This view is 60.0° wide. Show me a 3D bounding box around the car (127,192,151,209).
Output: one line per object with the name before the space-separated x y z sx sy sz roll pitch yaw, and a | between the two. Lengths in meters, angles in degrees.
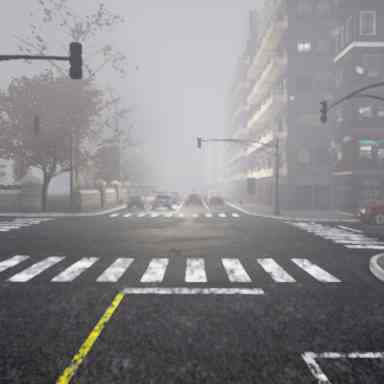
car | -5.549 1.024 34.435 1.947 1.339 4.313 0 1 0

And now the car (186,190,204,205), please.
car | 0.260 0.878 41.363 1.812 1.442 4.674 0 1 0

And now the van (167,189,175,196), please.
van | -5.346 0.060 85.098 1.690 1.788 3.998 0 1 0

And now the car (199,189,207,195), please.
car | 3.058 0.081 90.694 1.967 1.590 4.097 0 1 0

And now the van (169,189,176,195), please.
van | -5.322 -0.018 90.726 1.690 1.788 3.998 0 1 0

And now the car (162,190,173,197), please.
car | -5.390 0.317 73.840 1.967 1.590 4.097 0 1 0

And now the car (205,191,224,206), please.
car | 2.854 0.917 40.030 1.887 1.381 4.507 0 1 0

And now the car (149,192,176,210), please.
car | -2.958 0.993 33.826 1.812 1.442 4.674 0 1 0

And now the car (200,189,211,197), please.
car | 2.990 0.192 73.804 2.192 1.841 5.009 0 1 0

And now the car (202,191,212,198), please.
car | 2.967 0.502 68.178 1.887 1.381 4.507 0 1 0

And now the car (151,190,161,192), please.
car | -5.504 0.815 45.524 1.752 1.417 4.829 0 1 0

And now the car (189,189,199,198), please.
car | 0.378 0.308 68.206 2.097 1.767 4.553 0 1 0

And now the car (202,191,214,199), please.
car | 2.944 0.590 62.549 2.008 1.369 4.403 0 1 0

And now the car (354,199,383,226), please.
car | 13.554 1.246 22.038 5.009 1.841 2.192 1 0 0

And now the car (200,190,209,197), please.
car | 3.012 0.348 79.438 2.008 1.369 4.403 0 1 0

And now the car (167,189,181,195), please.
car | -2.860 0.670 53.938 1.837 1.490 4.892 0 1 1

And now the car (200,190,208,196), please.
car | 3.034 0.263 85.067 1.887 1.381 4.507 0 1 0

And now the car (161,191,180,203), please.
car | -2.917 0.917 43.749 1.895 1.301 4.718 0 1 0

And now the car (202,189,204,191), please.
car | 2.922 0.561 56.918 1.967 1.590 4.097 0 1 0

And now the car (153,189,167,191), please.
car | -5.481 0.519 51.320 2.192 1.841 5.009 0 1 0

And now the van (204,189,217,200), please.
van | 2.877 0.628 45.657 1.690 1.788 3.998 0 1 0

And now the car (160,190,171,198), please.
car | -5.413 0.398 68.211 1.967 1.590 4.097 0 1 0
